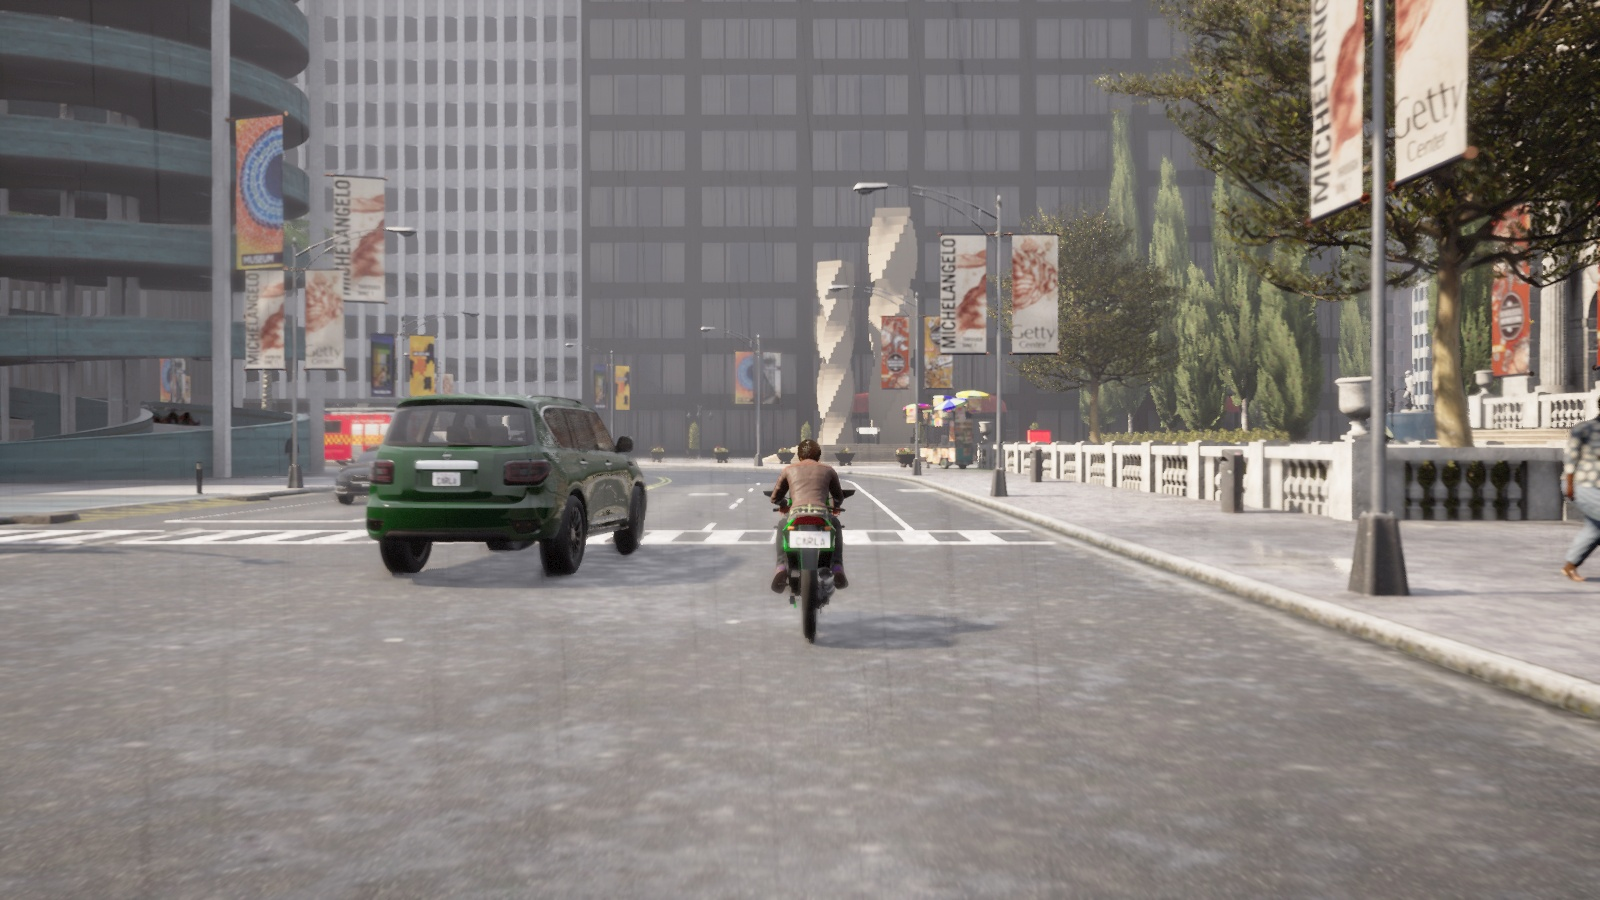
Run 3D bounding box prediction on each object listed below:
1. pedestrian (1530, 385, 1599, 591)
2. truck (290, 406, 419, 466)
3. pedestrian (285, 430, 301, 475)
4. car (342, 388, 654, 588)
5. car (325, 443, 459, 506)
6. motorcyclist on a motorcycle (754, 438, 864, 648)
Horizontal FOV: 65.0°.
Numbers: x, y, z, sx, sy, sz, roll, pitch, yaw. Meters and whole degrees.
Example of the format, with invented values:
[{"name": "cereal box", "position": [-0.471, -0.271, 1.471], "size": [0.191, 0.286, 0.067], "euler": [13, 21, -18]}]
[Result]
[{"name": "pedestrian", "position": [7.540, 0.343, 11.721], "size": [0.874, 1.855, 0.900], "euler": [0, 0, -16]}, {"name": "truck", "position": [-29.647, -0.913, 83.544], "size": [8.468, 3.827, 2.891], "euler": [0, 0, 24]}, {"name": "pedestrian", "position": [-20.949, 0.094, 51.865], "size": [0.402, 1.842, 0.726], "euler": [0, 0, -4]}, {"name": "car", "position": [-3.452, 0.374, 15.742], "size": [2.150, 2.045, 5.566], "euler": [0, 0, 5]}, {"name": "car", "position": [-10.307, 0.562, 32.139], "size": [1.837, 1.490, 4.892], "euler": [0, 0, 0]}, {"name": "motorcyclist on a motorcycle", "position": [0.073, 0.671, 10.150], "size": [0.797, 1.523, 2.044], "euler": [0, 0, 0]}]
